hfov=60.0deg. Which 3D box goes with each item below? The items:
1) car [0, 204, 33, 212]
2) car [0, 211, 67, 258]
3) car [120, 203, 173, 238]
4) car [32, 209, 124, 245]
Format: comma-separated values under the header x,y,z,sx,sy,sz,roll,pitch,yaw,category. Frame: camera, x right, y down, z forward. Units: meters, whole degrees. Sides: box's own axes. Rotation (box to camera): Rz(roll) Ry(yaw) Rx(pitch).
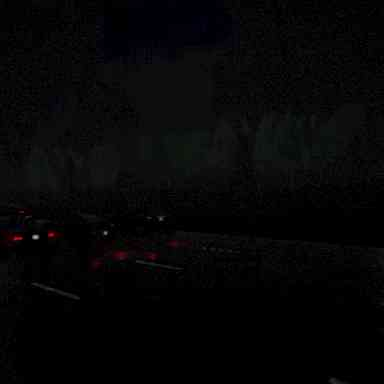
x,y,z,sx,sy,sz,roll,pitch,yaw,category
-15.297,1.800,28.400,4.892,1.490,1.837,0,0,38,car
-7.566,1.688,13.449,5.357,1.411,2.033,-1,0,38,car
-3.323,1.499,19.019,4.553,1.767,2.097,-1,-1,38,car
-5.720,1.674,16.453,4.674,1.442,1.812,0,0,38,car
